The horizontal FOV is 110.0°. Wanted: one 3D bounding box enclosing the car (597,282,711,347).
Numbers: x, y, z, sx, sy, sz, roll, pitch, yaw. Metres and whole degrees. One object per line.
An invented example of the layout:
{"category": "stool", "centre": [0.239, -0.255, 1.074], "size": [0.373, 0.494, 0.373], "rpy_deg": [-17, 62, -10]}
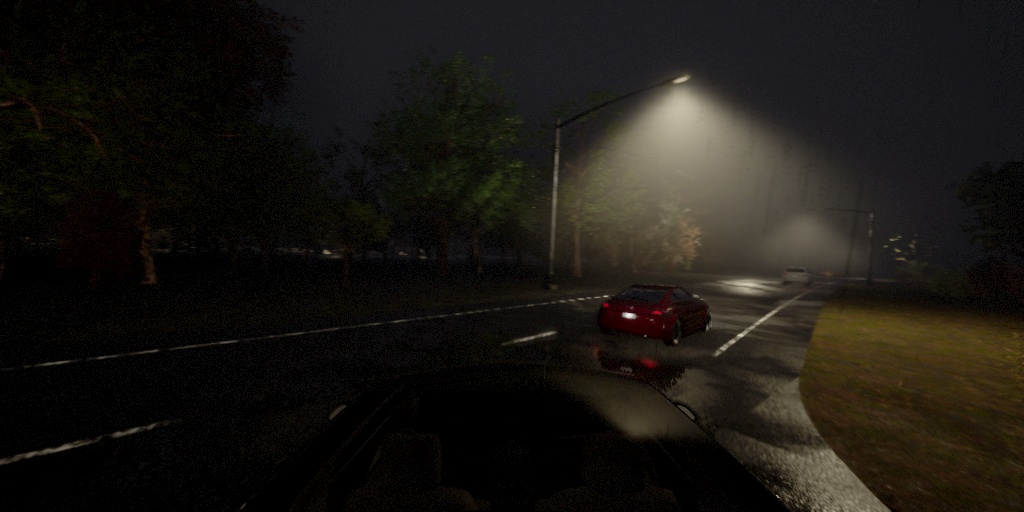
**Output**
{"category": "car", "centre": [4.131, 1.460, 10.124], "size": [1.994, 1.385, 4.181], "rpy_deg": [3, 0, 42]}

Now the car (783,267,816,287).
{"category": "car", "centre": [32.109, 2.290, 40.278], "size": [2.150, 2.045, 5.566], "rpy_deg": [3, 0, 44]}
